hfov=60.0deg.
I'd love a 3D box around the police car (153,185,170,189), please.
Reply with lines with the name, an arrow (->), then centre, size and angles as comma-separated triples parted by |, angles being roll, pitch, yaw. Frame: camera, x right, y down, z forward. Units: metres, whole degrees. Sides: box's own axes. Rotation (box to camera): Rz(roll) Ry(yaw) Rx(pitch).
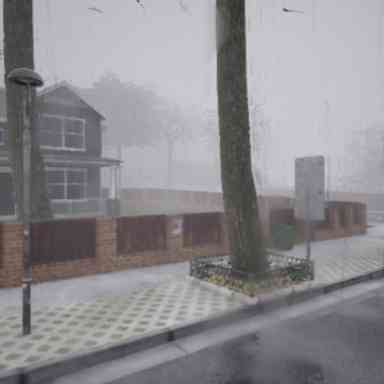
police car -> -4.059, -0.071, 44.902 | 1.930, 1.638, 5.238 | 0, 3, -35
